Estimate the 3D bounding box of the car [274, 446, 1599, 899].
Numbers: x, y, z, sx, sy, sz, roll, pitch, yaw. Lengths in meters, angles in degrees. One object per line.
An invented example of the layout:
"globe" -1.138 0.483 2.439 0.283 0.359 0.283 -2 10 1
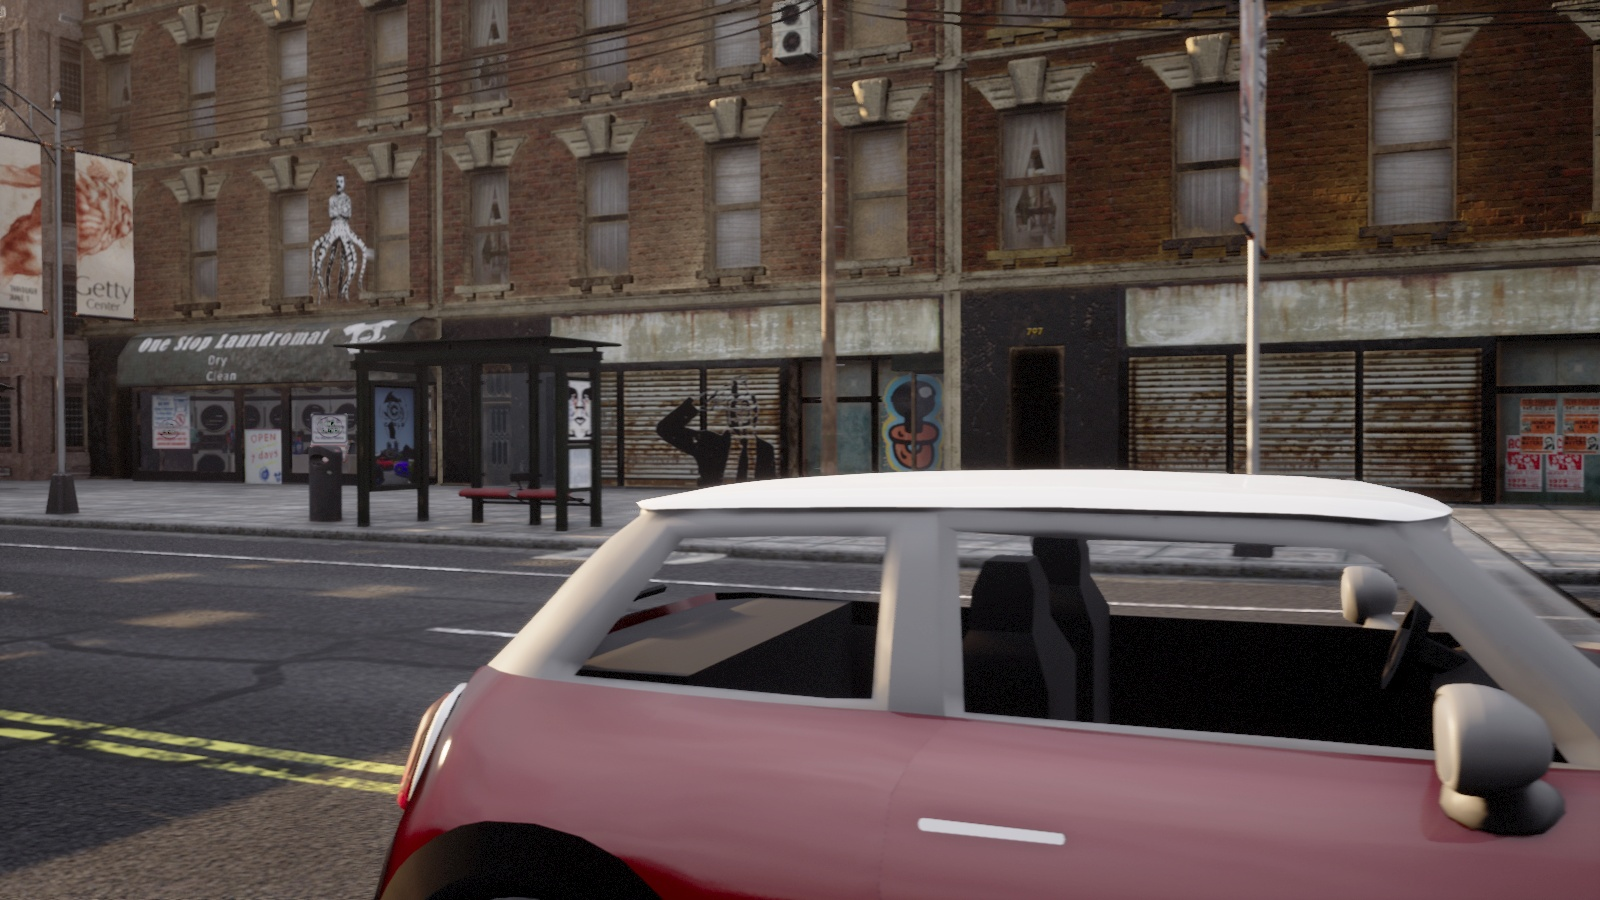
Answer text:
"car" 1.061 0.754 2.847 3.806 1.475 1.970 1 1 19
